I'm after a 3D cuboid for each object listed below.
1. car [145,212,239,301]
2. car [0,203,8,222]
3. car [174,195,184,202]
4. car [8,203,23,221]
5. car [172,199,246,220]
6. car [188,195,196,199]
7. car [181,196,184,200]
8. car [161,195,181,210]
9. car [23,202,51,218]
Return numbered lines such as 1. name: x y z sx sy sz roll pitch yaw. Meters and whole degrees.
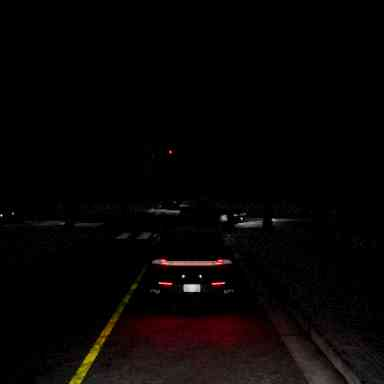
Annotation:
1. car: 0.000 1.491 8.323 2.128 1.511 4.902 0 0 0
2. car: -14.773 1.537 21.469 4.313 1.339 1.947 0 0 0
3. car: -2.760 1.453 71.970 1.812 1.442 4.674 0 0 0
4. car: -15.688 1.207 24.011 5.566 2.045 2.150 0 0 0
5. car: 1.409 1.536 25.596 5.357 1.411 2.033 0 0 36
6. car: -0.012 1.443 81.346 1.812 1.442 4.674 0 0 0
7. car: -2.837 1.510 58.806 1.994 1.385 4.181 0 0 0
8. car: -2.854 1.320 43.066 2.097 1.767 4.553 0 0 0
9. car: -14.768 1.577 29.496 4.313 1.339 1.947 0 0 0
